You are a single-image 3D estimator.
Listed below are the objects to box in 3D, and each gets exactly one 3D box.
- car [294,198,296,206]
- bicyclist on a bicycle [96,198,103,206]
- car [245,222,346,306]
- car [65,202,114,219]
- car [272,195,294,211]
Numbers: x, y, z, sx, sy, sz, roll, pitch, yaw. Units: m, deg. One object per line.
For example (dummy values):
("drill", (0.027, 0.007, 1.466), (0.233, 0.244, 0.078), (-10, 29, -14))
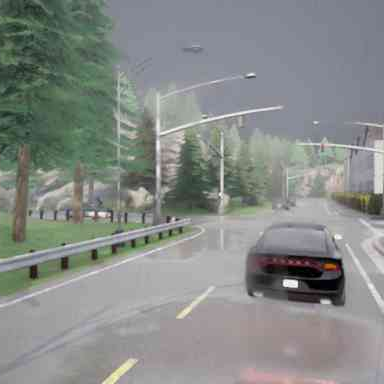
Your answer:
("car", (14.616, 1.337, 50.718), (2.097, 1.767, 4.553), (0, 0, 21))
("bicyclist on a bicycle", (-10.205, 1.408, 36.637), (0.582, 1.620, 1.656), (-2, 5, 20))
("car", (2.621, 1.475, 8.224), (1.882, 1.535, 5.008), (0, 0, 21))
("car", (-8.828, 1.572, 28.620), (4.181, 1.385, 1.994), (0, 0, 20))
("car", (11.165, 1.479, 41.555), (2.128, 1.511, 4.902), (0, 0, 21))
